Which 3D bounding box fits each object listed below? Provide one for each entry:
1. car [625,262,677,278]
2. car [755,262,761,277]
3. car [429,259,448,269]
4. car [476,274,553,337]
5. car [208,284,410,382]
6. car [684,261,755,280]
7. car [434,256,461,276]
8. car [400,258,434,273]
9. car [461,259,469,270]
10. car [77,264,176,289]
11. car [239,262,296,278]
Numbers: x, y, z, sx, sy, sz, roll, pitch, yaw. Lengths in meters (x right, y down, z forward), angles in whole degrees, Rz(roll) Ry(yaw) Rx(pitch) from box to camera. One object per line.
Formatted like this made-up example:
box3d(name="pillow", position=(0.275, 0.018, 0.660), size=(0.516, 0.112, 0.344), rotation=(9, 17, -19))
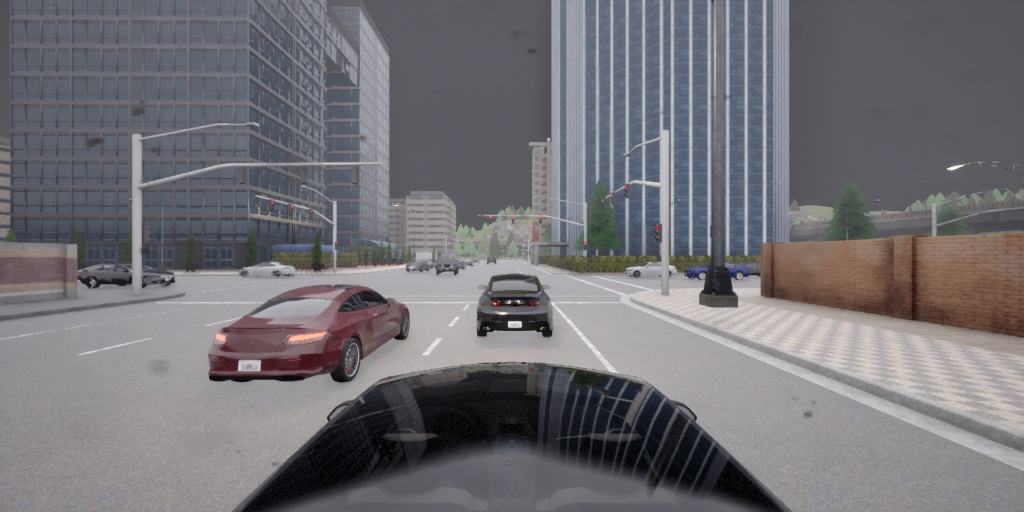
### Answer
box3d(name="car", position=(13.030, 1.276, 33.763), size=(4.674, 1.442, 1.812), rotation=(0, 0, 1))
box3d(name="car", position=(22.616, 1.297, 33.867), size=(5.357, 1.411, 2.033), rotation=(0, 0, -1))
box3d(name="car", position=(-11.502, 1.242, 56.374), size=(2.128, 1.511, 4.902), rotation=(0, 0, -1))
box3d(name="car", position=(0.065, 1.255, 10.275), size=(1.837, 1.490, 4.892), rotation=(0, 0, 0))
box3d(name="car", position=(-3.437, 1.276, 7.010), size=(1.812, 1.442, 4.674), rotation=(0, 0, 0))
box3d(name="car", position=(17.212, 1.228, 30.319), size=(5.008, 1.535, 1.882), rotation=(0, 0, 0))
box3d(name="car", position=(-6.978, 0.972, 38.299), size=(2.150, 2.045, 5.566), rotation=(0, 0, -11))
box3d(name="car", position=(-11.440, 1.241, 43.698), size=(2.128, 1.511, 4.902), rotation=(0, 0, 2))
box3d(name="car", position=(-7.934, 1.314, 52.132), size=(1.994, 1.385, 4.181), rotation=(0, 0, 0))
box3d(name="car", position=(-24.228, 1.241, 22.716), size=(4.902, 1.511, 2.128), rotation=(0, 0, 0))
box3d(name="car", position=(-22.677, 1.275, 33.348), size=(4.674, 1.442, 1.812), rotation=(0, 0, -1))
